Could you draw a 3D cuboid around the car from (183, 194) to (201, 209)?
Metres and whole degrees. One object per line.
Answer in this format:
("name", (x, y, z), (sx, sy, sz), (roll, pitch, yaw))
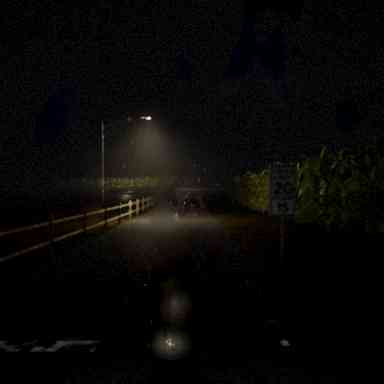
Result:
("car", (-0.008, 1.187, 40.499), (1.837, 1.490, 4.892), (0, 1, 0))

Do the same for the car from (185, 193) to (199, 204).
("car", (-0.010, 0.982, 50.914), (2.033, 1.411, 5.357), (0, 2, 0))

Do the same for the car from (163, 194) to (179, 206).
("car", (-2.760, 1.090, 45.087), (1.837, 1.490, 4.892), (0, 1, 0))
